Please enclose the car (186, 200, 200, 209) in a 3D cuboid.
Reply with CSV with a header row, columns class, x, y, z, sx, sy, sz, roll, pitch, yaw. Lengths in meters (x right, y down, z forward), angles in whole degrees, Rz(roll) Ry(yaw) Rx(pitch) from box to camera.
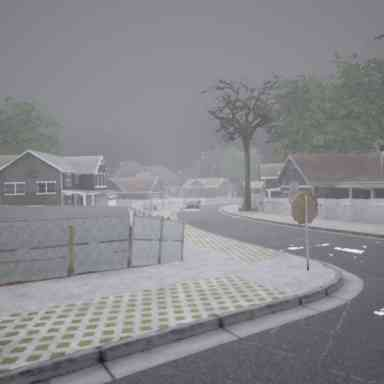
class,x,y,z,sx,sy,sz,roll,pitch,yaw
car,0.258,2.102,54.947,1.994,1.385,4.181,-2,-1,8
